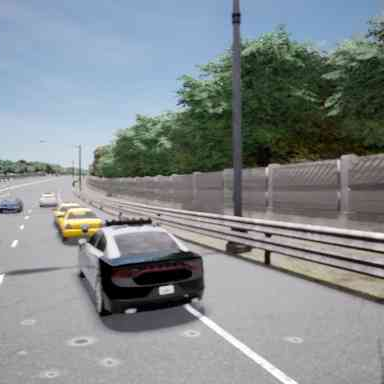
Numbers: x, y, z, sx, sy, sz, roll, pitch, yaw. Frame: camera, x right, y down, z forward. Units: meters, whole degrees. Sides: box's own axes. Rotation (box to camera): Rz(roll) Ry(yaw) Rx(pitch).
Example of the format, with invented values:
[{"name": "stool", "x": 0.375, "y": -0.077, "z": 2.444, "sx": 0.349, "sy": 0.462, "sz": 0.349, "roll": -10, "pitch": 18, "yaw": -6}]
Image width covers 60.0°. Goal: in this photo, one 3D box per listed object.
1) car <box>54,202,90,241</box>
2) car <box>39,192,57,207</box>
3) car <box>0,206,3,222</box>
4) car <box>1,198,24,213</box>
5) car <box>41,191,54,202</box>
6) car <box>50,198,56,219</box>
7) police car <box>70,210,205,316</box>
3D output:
[{"name": "car", "x": -5.763, "y": 1.478, "z": 16.894, "sx": 1.801, "sy": 1.575, "sz": 5.366, "roll": -1, "pitch": 0, "yaw": -25}, {"name": "car", "x": -18.180, "y": 1.083, "z": 42.068, "sx": 1.812, "sy": 1.442, "sz": 4.674, "roll": 0, "pitch": 2, "yaw": -23}, {"name": "car", "x": -9.142, "y": 1.574, "z": 13.633, "sx": 1.837, "sy": 1.490, "sz": 4.892, "roll": -1, "pitch": 1, "yaw": -25}, {"name": "car", "x": -18.589, "y": 1.319, "z": 34.432, "sx": 2.033, "sy": 1.411, "sz": 5.357, "roll": -1, "pitch": 2, "yaw": -24}, {"name": "car", "x": -22.946, "y": 0.678, "z": 52.949, "sx": 1.882, "sy": 1.535, "sz": 5.008, "roll": 0, "pitch": 2, "yaw": -23}, {"name": "car", "x": -8.244, "y": 1.441, "z": 22.280, "sx": 1.801, "sy": 1.575, "sz": 5.366, "roll": -1, "pitch": 1, "yaw": -25}, {"name": "police car", "x": -1.533, "y": 1.439, "z": 7.872, "sx": 1.930, "sy": 1.638, "sz": 5.238, "roll": -1, "pitch": 0, "yaw": -25}]
